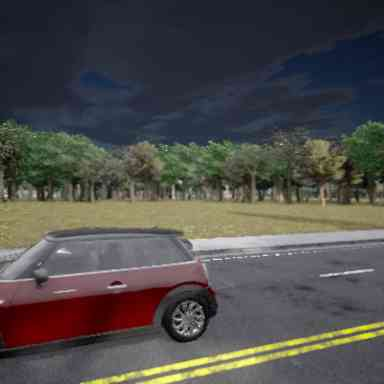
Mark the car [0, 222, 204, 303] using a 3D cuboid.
[{"bbox_3d":[-2.556,1.631,8.651,5.357,1.411,2.033,0,-1,-22],"label":"car"}]

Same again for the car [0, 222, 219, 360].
[{"bbox_3d":[-1.933,1.403,5.391,4.553,1.767,2.097,0,-1,-23],"label":"car"}]
